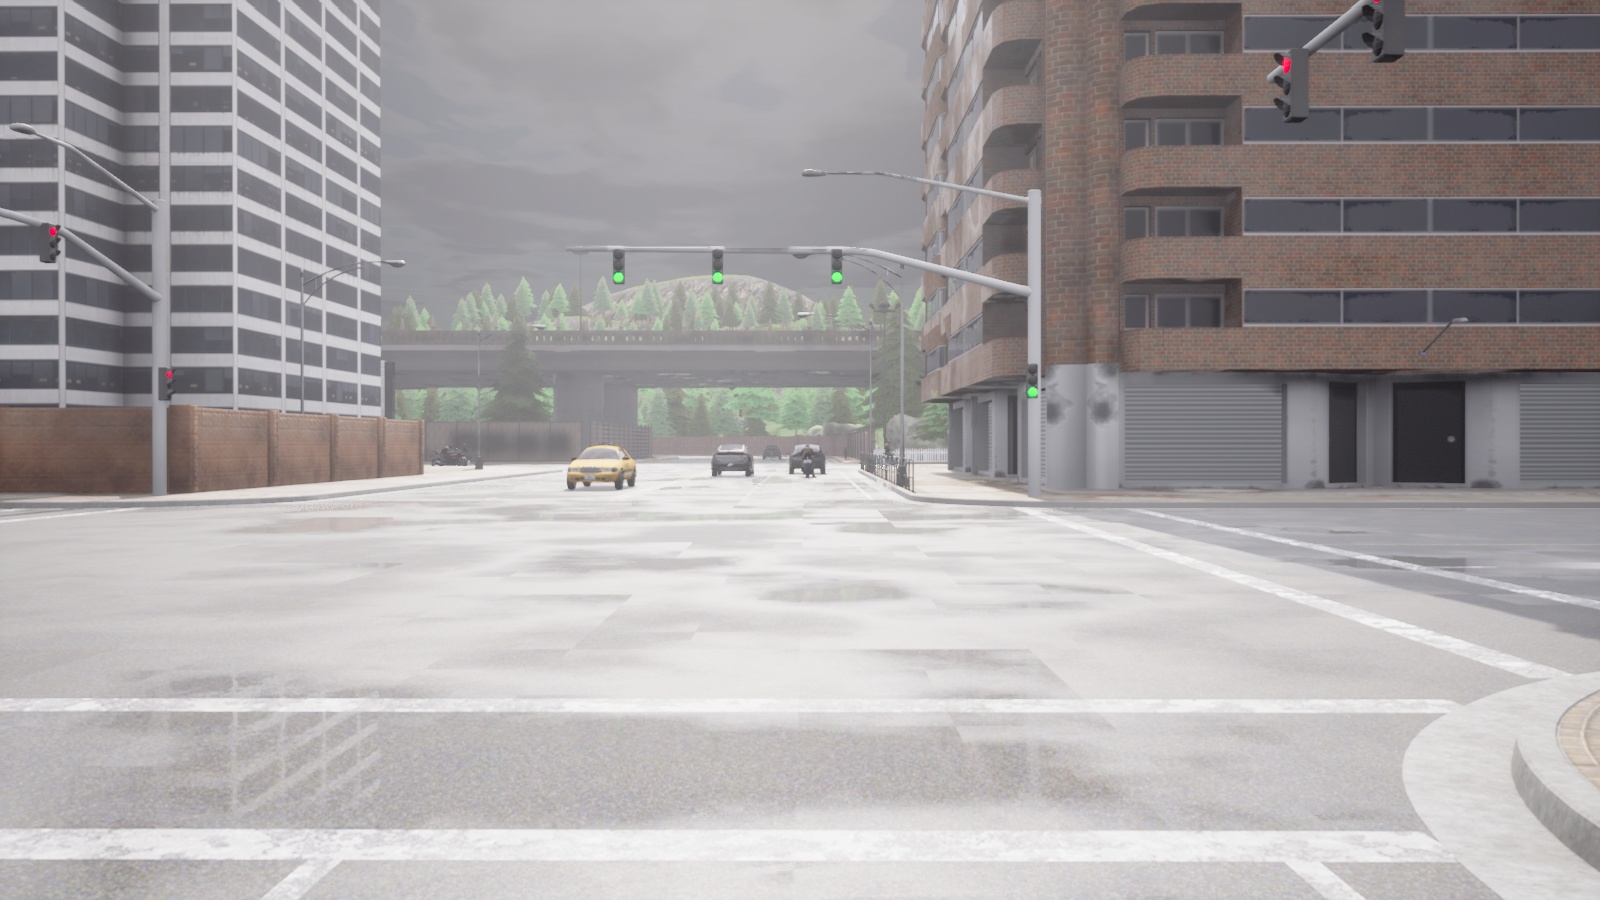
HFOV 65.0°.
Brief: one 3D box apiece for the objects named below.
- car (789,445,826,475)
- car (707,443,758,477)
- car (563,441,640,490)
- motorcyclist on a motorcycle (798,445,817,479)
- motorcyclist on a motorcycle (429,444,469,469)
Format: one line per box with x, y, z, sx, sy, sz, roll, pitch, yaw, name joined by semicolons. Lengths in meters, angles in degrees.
0.373;0.480;64.512;1.837;1.490;4.892;0;0;0;car
-3.155;0.449;59.646;2.128;1.511;4.902;0;0;0;car
-6.746;0.498;43.192;1.801;1.575;5.366;0;0;0;car
0.342;0.541;57.006;0.866;1.530;2.191;0;0;0;motorcyclist on a motorcycle
-21.543;0.383;77.146;2.191;1.530;0.866;0;0;0;motorcyclist on a motorcycle
